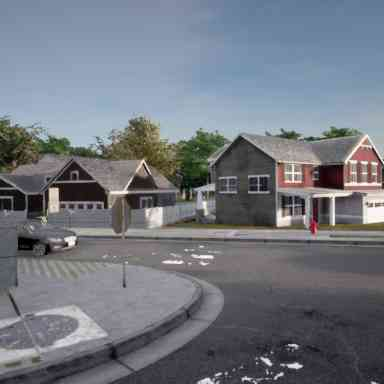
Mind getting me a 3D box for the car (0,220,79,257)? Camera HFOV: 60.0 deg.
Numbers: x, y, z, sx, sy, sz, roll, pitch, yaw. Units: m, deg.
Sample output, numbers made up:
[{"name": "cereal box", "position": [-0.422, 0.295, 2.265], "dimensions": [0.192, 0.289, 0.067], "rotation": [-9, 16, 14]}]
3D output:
[{"name": "car", "position": [-7.631, 2.083, 15.565], "dimensions": [4.902, 1.511, 2.128], "rotation": [-2, 0, 20]}]
